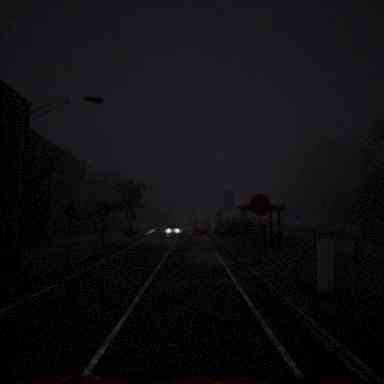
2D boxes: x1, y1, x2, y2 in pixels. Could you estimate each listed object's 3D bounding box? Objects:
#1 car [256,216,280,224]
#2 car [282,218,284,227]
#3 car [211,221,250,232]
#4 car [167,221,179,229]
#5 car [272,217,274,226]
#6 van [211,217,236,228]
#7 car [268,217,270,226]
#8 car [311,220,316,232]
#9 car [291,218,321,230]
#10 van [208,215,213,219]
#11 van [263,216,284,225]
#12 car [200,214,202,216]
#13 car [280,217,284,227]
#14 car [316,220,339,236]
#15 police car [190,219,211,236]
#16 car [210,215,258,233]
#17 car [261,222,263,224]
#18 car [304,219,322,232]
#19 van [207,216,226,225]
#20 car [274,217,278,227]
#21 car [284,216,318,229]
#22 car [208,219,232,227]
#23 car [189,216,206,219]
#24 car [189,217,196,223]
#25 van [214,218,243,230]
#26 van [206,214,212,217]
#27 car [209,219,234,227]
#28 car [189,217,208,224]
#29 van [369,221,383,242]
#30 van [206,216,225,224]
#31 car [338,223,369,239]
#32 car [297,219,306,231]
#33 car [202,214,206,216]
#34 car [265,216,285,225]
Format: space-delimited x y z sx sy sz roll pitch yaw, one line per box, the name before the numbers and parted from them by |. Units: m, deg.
car | 18.827 6.905 82.661 5.566 2.045 2.435 0 -3 0
car | 18.816 5.652 57.702 4.892 1.521 2.231 0 -4 0
car | 5.566 5.046 48.542 5.366 1.575 1.946 0 -4 0
car | -3.274 5.763 58.049 1.895 1.301 4.718 0 -4 1
car | 18.784 6.211 66.011 4.792 1.488 2.163 0 -3 0
van | 5.854 5.731 62.546 4.442 1.987 1.878 0 -4 0
car | 18.840 6.378 68.789 4.792 1.488 2.163 0 -3 0
car | 18.864 4.776 43.853 4.792 1.488 2.163 0 -4 0
car | 18.832 5.289 52.164 5.008 1.535 2.097 0 -4 0
van | 5.624 5.553 59.750 4.442 1.987 1.878 0 -4 0
van | 18.920 6.613 77.118 4.442 1.987 1.878 0 -3 0
car | 5.680 7.515 93.336 5.566 2.045 2.435 0 -3 0
car | 18.814 5.829 60.475 5.008 1.535 2.097 0 -4 0
car | 18.652 4.562 41.086 5.366 1.575 1.946 0 -4 0
police car | 0.991 4.507 41.165 1.930 1.638 5.238 0 -4 0
car | 5.725 4.615 45.761 5.566 2.045 2.435 0 -4 0
car | 18.835 6.428 74.347 5.566 2.045 2.435 0 -3 0
car | 18.839 4.928 46.624 4.892 1.521 2.231 0 -4 0
van | 5.838 6.737 79.341 4.442 1.987 1.878 0 -3 0
car | 19.001 6.002 63.247 5.366 1.575 1.946 0 -4 0
car | 18.796 5.219 54.950 5.566 2.045 2.435 0 -4 0
car | 5.730 6.345 68.129 4.674 1.452 2.002 0 -3 0
car | 0.997 5.449 57.018 2.097 1.767 4.553 0 -4 0
car | 0.037 7.660 91.608 1.837 1.490 4.892 0 -3 0
van | 5.862 5.189 54.151 4.442 1.987 1.878 0 -4 0
van | 5.844 6.415 73.745 4.442 1.987 1.878 0 -3 0
car | 5.764 6.164 65.327 4.792 1.488 2.163 0 -4 0
car | 0.995 5.068 51.022 2.097 1.767 4.553 0 -4 0
van | 18.965 3.617 30.022 4.442 1.987 1.878 0 -4 0
van | 5.836 6.897 82.140 4.442 1.987 1.878 0 -3 0
car | 18.814 4.233 35.543 4.792 1.488 2.163 0 -4 0
car | 18.835 5.108 49.394 5.008 1.535 2.097 0 -4 0
car | 5.696 6.550 76.543 5.566 2.045 2.435 0 -3 0
car | 18.780 6.264 71.576 5.566 2.045 2.435 0 -3 0
